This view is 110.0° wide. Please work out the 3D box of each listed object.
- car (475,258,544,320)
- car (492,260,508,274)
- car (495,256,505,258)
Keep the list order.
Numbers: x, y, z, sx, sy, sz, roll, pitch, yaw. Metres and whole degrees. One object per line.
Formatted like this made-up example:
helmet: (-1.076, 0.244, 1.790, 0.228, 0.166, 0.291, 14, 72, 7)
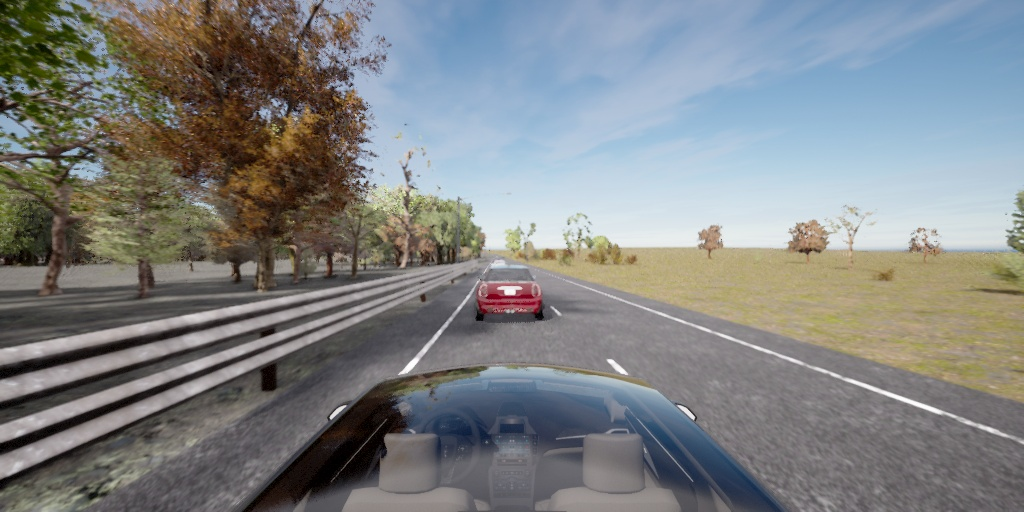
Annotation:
car: (-0.151, 1.094, 12.789, 2.097, 1.767, 4.553, 0, 0, -3)
car: (-1.428, 1.241, 41.748, 1.812, 1.442, 4.674, 0, 0, -3)
car: (-2.450, 1.211, 64.949, 1.812, 1.442, 4.674, 0, 0, -3)
